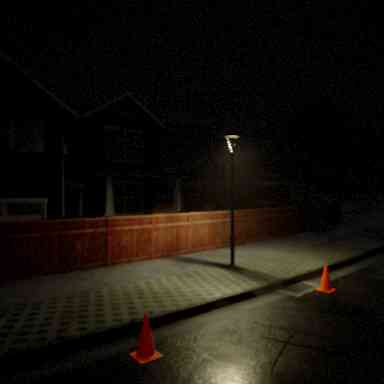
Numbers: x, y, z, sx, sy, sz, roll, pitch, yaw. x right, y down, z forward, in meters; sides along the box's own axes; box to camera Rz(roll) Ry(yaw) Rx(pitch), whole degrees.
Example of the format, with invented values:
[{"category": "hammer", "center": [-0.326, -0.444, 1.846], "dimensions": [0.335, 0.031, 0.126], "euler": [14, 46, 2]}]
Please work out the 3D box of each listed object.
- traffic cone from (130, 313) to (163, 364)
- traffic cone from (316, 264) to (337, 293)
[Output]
[{"category": "traffic cone", "center": [-0.630, 1.969, 4.591], "dimensions": [0.340, 0.580, 0.340], "euler": [0, 0, -38]}, {"category": "traffic cone", "center": [3.102, 1.969, 7.683], "dimensions": [0.340, 0.580, 0.340], "euler": [0, 0, -41]}]
